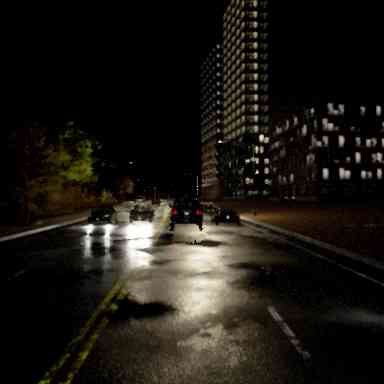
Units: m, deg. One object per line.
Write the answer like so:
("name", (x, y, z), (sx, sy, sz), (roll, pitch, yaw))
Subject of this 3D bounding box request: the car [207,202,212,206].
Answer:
("car", (1.752, 1.918, 40.756), (2.128, 1.511, 4.902), (0, -1, -3))

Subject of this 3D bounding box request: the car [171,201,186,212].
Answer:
("car", (-2.006, 2.069, 48.477), (2.033, 1.411, 5.357), (0, -1, -5))

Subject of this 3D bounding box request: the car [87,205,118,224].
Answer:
("car", (-7.395, 1.830, 27.963), (1.812, 1.442, 4.674), (0, 0, -3))

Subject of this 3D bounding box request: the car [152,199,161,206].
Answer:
("car", (-7.333, 2.139, 68.210), (1.882, 1.535, 5.008), (0, -1, -6))

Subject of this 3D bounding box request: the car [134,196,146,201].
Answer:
("car", (-10.558, 1.887, 67.802), (2.150, 2.045, 5.566), (0, -1, -6))

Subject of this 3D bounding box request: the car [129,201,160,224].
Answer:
("car", (-4.145, 1.789, 28.105), (2.128, 1.511, 4.902), (0, 0, -2))

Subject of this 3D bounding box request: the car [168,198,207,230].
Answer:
("car", (-0.451, 1.460, 23.279), (2.150, 2.045, 5.566), (0, -1, -3))

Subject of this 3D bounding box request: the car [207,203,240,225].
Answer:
("car", (2.585, 1.831, 26.417), (1.994, 1.385, 4.181), (0, -1, -2))
